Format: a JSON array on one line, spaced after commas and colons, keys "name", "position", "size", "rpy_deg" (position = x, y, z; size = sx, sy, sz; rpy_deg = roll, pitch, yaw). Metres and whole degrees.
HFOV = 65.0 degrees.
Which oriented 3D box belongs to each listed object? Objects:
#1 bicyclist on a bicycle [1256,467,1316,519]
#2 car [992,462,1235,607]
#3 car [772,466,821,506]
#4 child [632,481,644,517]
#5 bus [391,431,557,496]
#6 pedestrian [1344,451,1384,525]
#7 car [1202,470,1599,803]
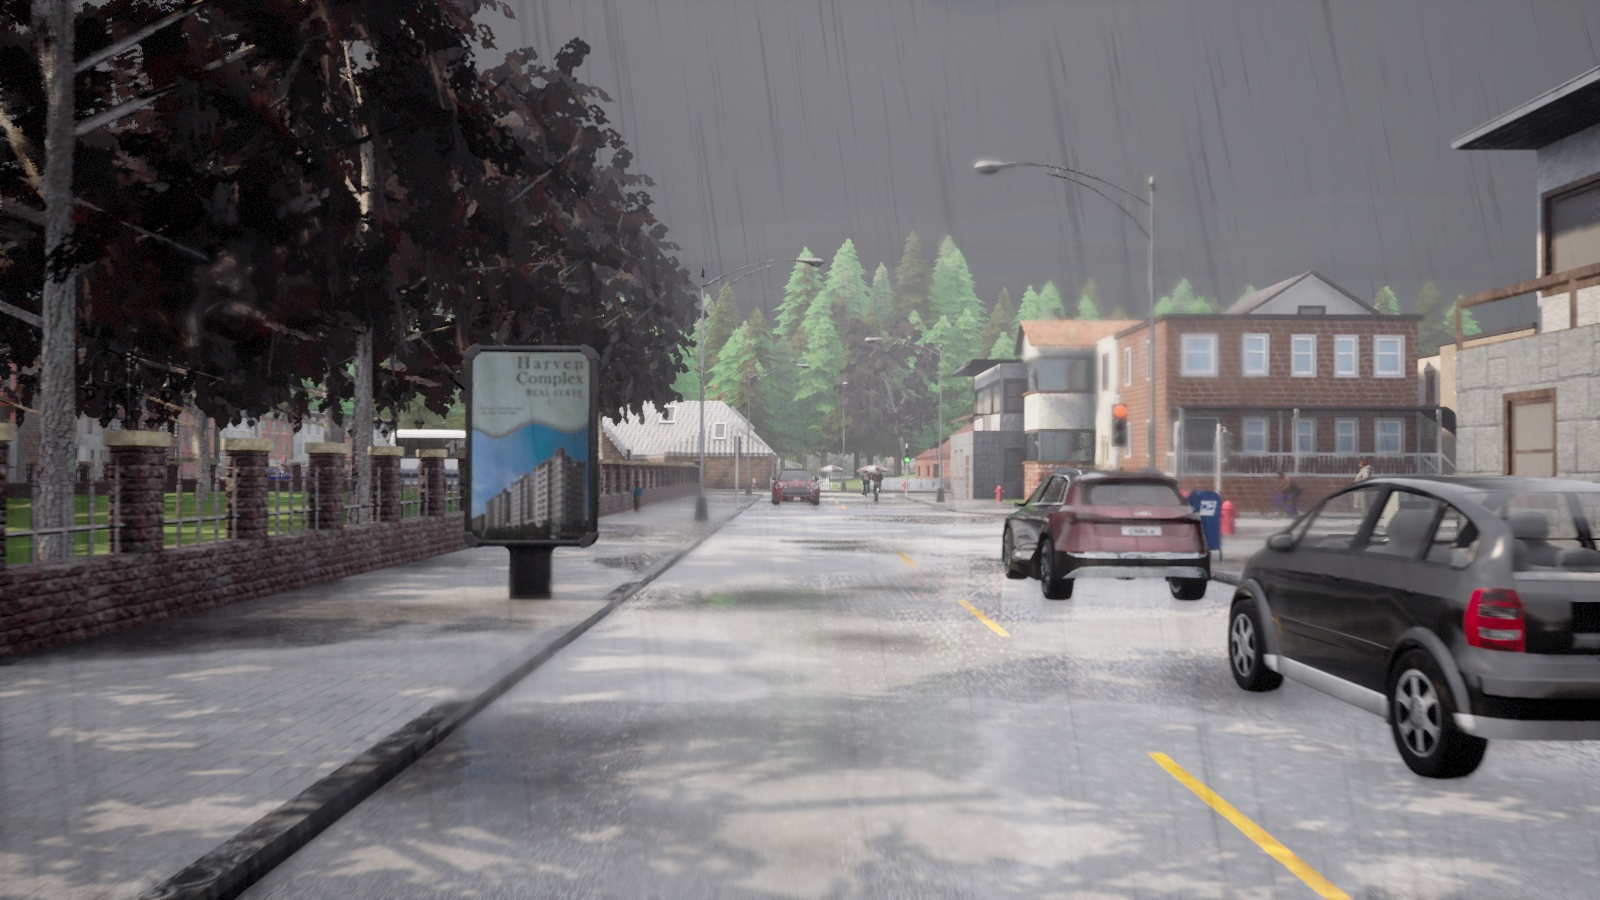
[{"name": "bicyclist on a bicycle", "position": [15.623, 1.372, 40.371], "size": [1.656, 1.620, 0.582], "rpy_deg": [-1, -1, 0]}, {"name": "car", "position": [3.958, 1.006, 16.804], "size": [2.033, 1.649, 4.856], "rpy_deg": [0, -1, 0]}, {"name": "car", "position": [-0.216, 1.640, 58.434], "size": [2.097, 1.767, 4.553], "rpy_deg": [0, -1, -3]}, {"name": "child", "position": [-5.388, 1.618, 41.856], "size": [0.343, 1.192, 0.448], "rpy_deg": [0, -1, 0]}, {"name": "bus", "position": [-22.038, 0.939, 85.476], "size": [10.273, 4.253, 3.944], "rpy_deg": [0, -1, -1]}, {"name": "pedestrian", "position": [15.089, 1.019, 33.586], "size": [0.873, 1.952, 0.659], "rpy_deg": [-1, -1, 30]}, {"name": "car", "position": [3.982, 0.905, 7.747], "size": [1.789, 1.549, 3.705], "rpy_deg": [0, -1, 0]}]
